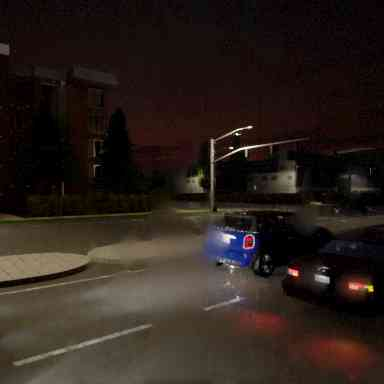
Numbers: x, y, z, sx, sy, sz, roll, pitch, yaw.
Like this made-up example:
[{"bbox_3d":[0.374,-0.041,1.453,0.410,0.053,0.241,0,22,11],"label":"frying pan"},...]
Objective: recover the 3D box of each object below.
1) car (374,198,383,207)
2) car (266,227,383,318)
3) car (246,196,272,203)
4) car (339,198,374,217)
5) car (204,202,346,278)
[{"bbox_3d":[28.504,1.600,52.156,4.718,1.301,1.895,0,0,-36],"label":"car"},{"bbox_3d":[4.216,1.547,7.292,5.357,1.411,2.033,0,0,-38],"label":"car"},{"bbox_3d":[11.423,1.492,56.611,2.128,1.511,4.902,0,0,-37],"label":"car"},{"bbox_3d":[14.866,1.491,31.492,4.902,1.511,2.128,0,0,-41],"label":"car"},{"bbox_3d":[2.593,1.352,10.473,4.553,1.767,2.097,0,0,-38],"label":"car"}]
